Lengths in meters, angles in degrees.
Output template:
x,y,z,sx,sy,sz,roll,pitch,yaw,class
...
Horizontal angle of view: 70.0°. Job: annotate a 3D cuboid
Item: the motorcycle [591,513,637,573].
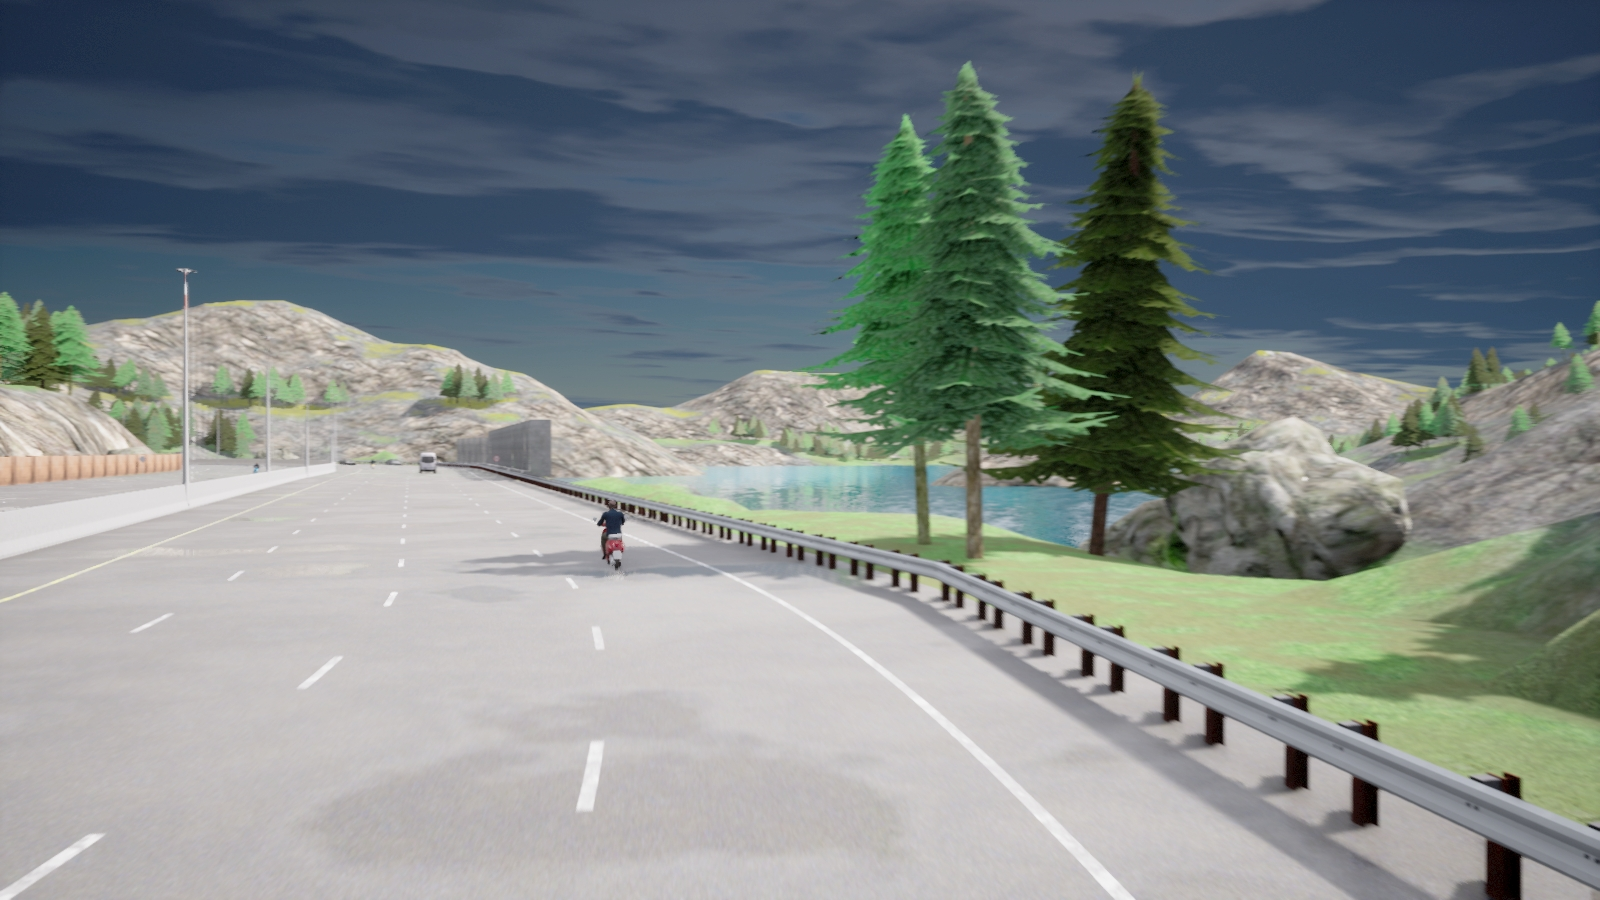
x,y,z,sx,sy,sz,roll,pitch,yaw,class
-4.447,2.189,27.207,0.856,1.236,1.805,-2,0,-16,motorcycle
